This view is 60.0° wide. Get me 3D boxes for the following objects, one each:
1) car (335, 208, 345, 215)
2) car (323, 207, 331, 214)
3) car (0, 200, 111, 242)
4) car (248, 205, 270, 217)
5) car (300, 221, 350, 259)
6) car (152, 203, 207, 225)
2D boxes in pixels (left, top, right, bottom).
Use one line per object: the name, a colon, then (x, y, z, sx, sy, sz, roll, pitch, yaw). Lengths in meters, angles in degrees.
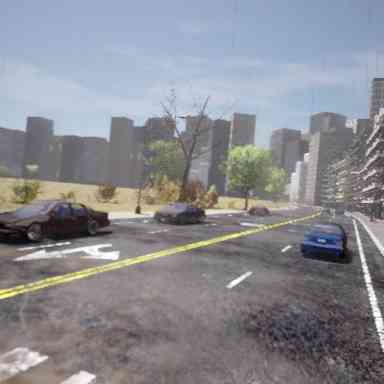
car: (38.633, 5.151, 86.491, 2.033, 1.411, 5.357, 5, 0, 22)
car: (35.784, 4.877, 88.085, 2.128, 1.511, 4.902, 5, 0, 22)
car: (-5.580, 1.045, 13.553, 2.033, 1.411, 5.357, 5, 0, 25)
car: (8.831, 2.406, 43.549, 1.994, 1.385, 4.181, 5, 0, 26)
car: (6.376, 2.144, 15.856, 2.033, 1.411, 5.357, 5, 0, 26)
car: (-0.686, 1.503, 23.851, 2.033, 1.411, 5.357, 5, 0, 26)
